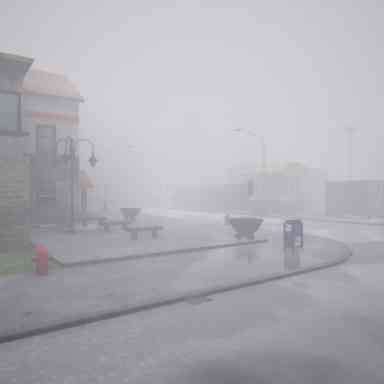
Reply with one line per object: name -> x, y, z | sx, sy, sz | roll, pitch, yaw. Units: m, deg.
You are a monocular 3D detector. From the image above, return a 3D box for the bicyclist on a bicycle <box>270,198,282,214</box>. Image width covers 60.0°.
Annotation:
bicyclist on a bicycle -> 8.091, 1.349, 32.036 | 1.656, 1.620, 0.582 | 0, 0, -35
